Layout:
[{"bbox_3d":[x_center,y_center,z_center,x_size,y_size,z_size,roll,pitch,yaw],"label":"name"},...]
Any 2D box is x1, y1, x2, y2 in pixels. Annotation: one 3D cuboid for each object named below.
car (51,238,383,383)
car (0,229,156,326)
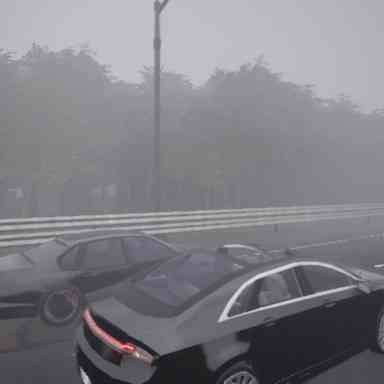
[{"bbox_3d":[1.001,1.470,4.443,4.902,1.511,2.128,0,2,-36],"label":"car"},{"bbox_3d":[-1.569,1.513,6.939,5.357,1.411,2.033,0,0,-36],"label":"car"}]
